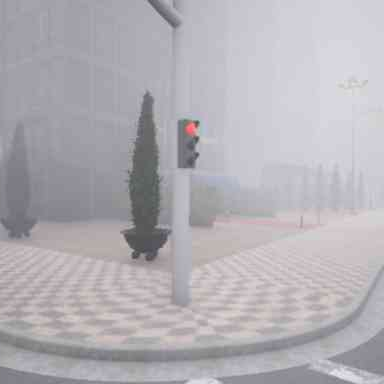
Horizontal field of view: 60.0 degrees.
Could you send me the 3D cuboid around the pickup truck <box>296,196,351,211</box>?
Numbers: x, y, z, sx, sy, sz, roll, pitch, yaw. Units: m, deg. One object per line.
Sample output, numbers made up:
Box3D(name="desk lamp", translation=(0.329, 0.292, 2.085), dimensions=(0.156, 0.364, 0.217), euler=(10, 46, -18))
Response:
Box3D(name="pickup truck", translation=(14.478, 0.992, 36.076), dimensions=(6.274, 2.098, 2.390), euler=(0, 0, -24))
